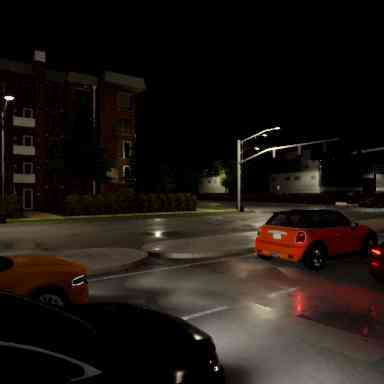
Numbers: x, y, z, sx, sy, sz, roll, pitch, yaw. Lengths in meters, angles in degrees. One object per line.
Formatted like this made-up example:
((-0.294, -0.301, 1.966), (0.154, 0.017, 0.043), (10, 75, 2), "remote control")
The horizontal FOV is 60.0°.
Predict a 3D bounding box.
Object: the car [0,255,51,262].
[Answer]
((-4.156, 1.478, 5.083), (5.008, 1.535, 1.882), (0, 0, -35), "car")

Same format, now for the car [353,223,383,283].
((6.275, 1.526, 8.340), (4.674, 1.442, 1.812), (0, 0, -34), "car")

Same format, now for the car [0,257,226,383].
((-1.929, 1.504, 2.373), (4.892, 1.490, 1.837), (0, 0, -36), "car")

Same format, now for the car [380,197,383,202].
((27.293, 1.601, 43.776), (4.718, 1.301, 1.895), (0, 0, -32), "car")

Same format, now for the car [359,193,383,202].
((26.345, 1.223, 47.535), (5.566, 2.045, 2.150), (0, 0, -27), "car")

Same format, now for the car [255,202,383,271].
((4.290, 1.352, 11.216), (4.553, 1.767, 2.097), (0, 0, -35), "car")
